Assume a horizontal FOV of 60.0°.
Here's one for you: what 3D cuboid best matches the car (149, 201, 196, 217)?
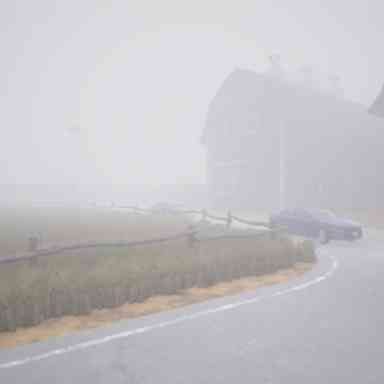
[{"bbox_3d":[-1.630,1.517,26.910,1.837,1.490,4.892,0,1,-38],"label":"car"}]

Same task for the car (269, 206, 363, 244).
[{"bbox_3d":[5.836,1.492,16.270,1.882,1.535,5.008,0,0,-25],"label":"car"}]
